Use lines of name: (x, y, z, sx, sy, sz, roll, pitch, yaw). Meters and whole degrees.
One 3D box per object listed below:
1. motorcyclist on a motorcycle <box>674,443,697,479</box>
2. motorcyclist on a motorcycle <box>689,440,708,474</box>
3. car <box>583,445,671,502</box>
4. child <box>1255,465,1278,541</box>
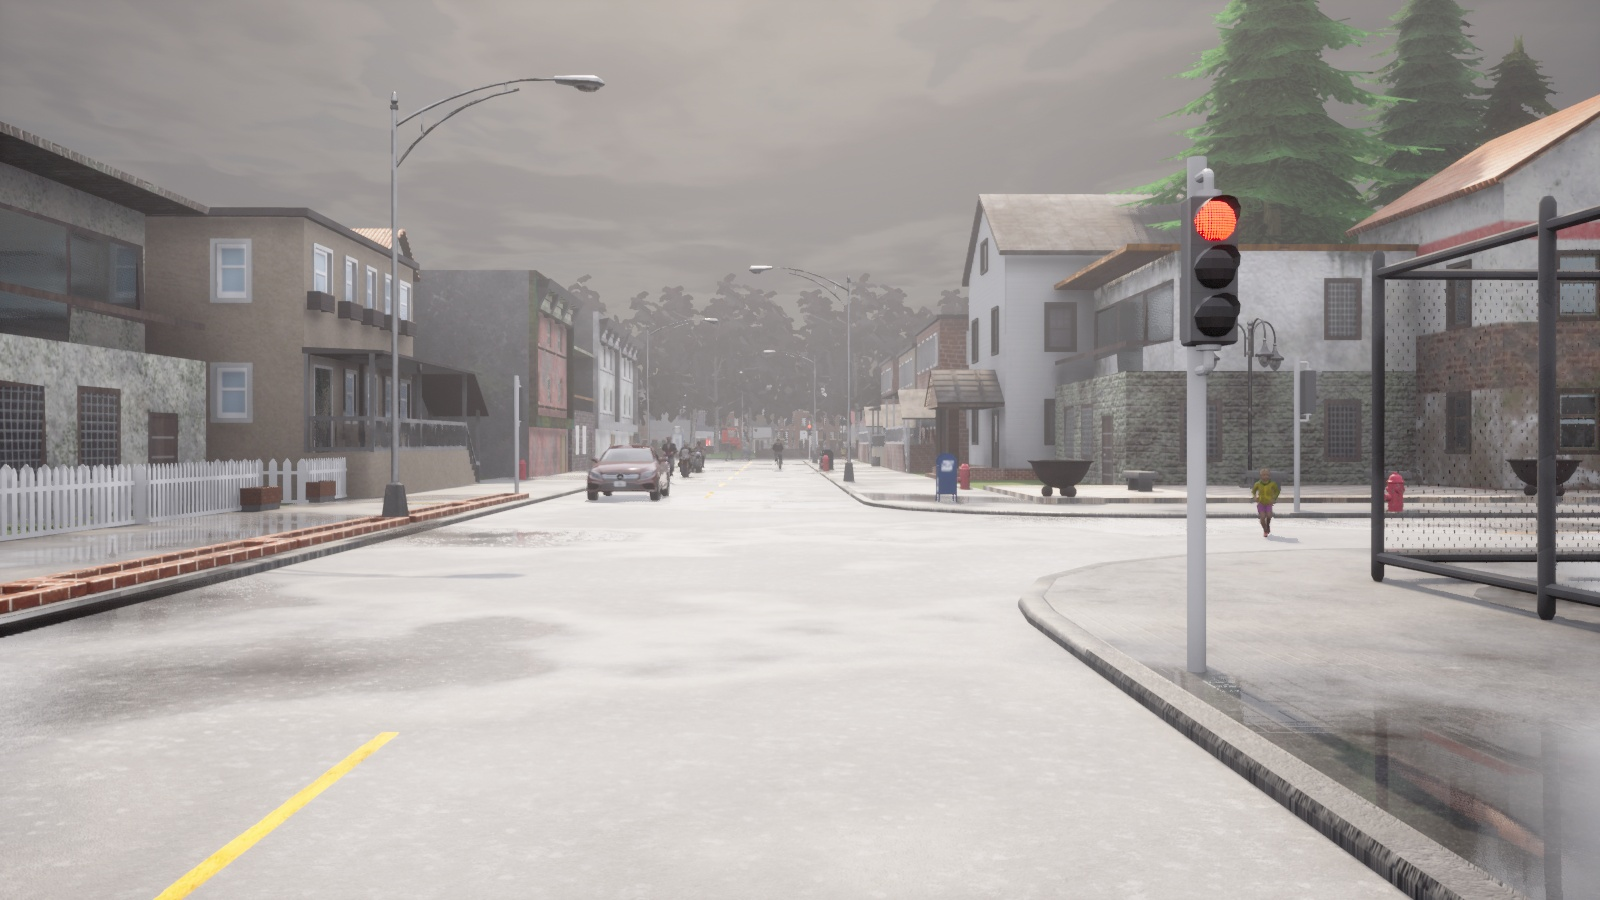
motorcyclist on a motorcycle: (-4.939, 0.471, 54.253, 0.866, 1.530, 2.191, 0, 1, -1)
motorcyclist on a motorcycle: (-5.101, 0.336, 63.255, 0.766, 1.649, 2.350, 0, 1, -1)
car: (-4.571, 0.578, 33.797, 1.812, 1.442, 4.674, 0, 0, -1)
child: (7.265, 0.812, 19.564, 0.299, 1.160, 0.473, 0, 0, 18)
